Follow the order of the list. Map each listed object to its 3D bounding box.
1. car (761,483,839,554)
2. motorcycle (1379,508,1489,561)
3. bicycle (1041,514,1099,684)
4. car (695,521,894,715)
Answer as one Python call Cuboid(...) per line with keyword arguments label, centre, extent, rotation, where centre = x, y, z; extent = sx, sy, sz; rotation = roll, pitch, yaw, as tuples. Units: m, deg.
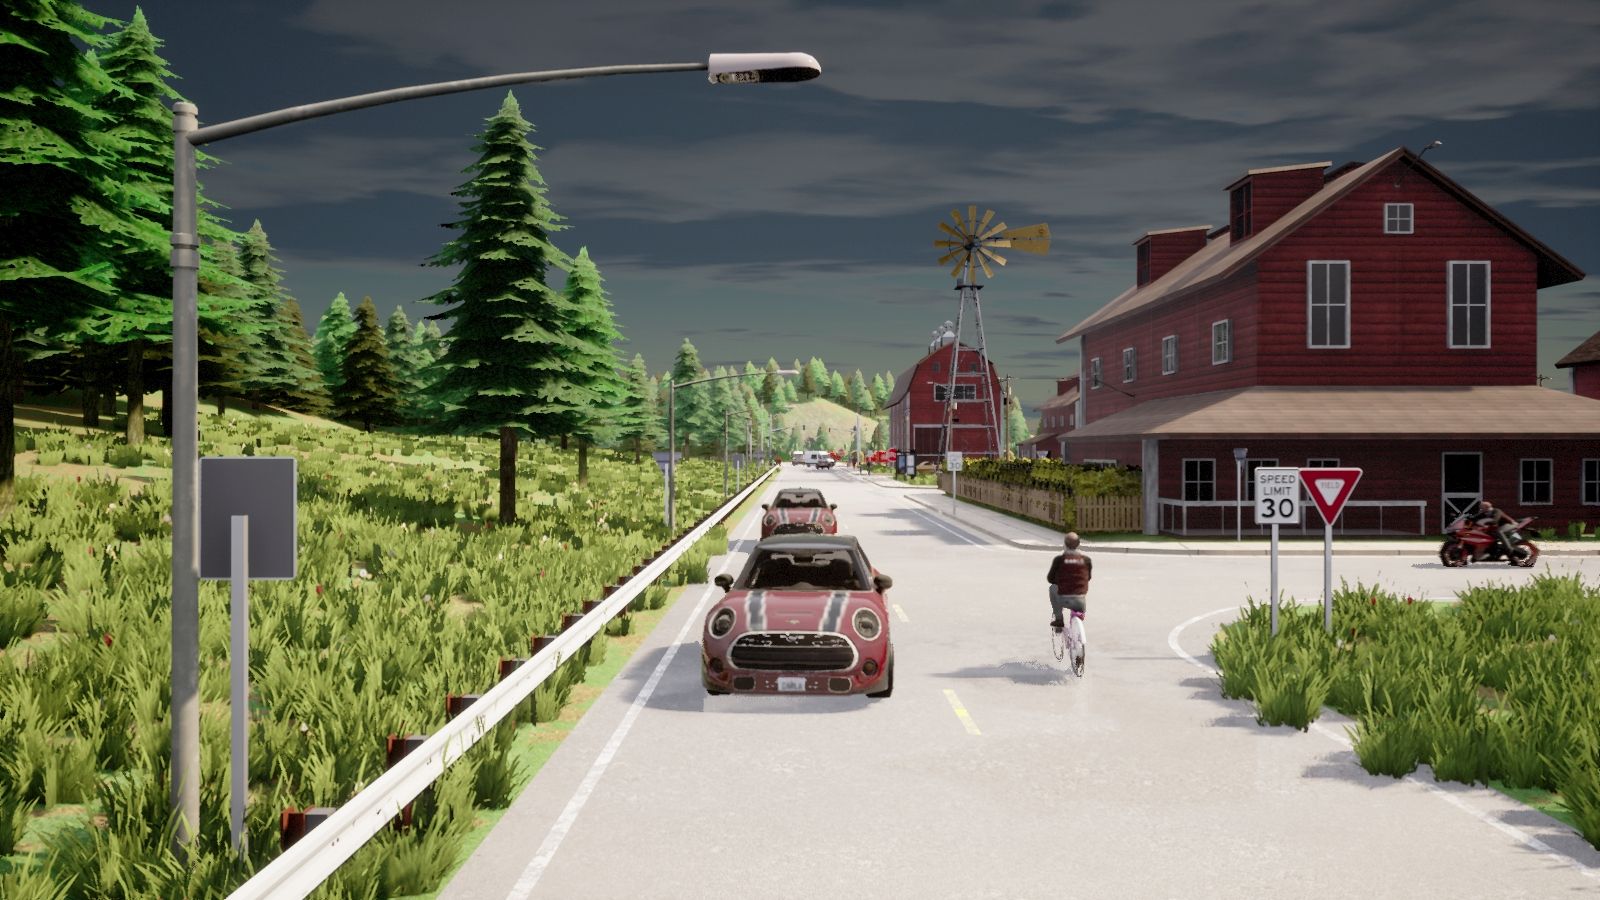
Cuboid(label="car", centre=(0.020, 1.899, 32.847), extent=(2.097, 1.767, 4.553), rotation=(0, 0, 0))
Cuboid(label="motorcycle", centre=(15.493, 2.059, 27.955), extent=(2.209, 1.251, 0.867), rotation=(0, 0, 0))
Cuboid(label="bicycle", centre=(3.414, 1.833, 14.562), extent=(0.329, 1.919, 1.835), rotation=(0, 0, 1))
Cuboid(label="car", centre=(0.092, 1.905, 14.332), extent=(2.097, 1.767, 4.553), rotation=(0, 0, 4))
